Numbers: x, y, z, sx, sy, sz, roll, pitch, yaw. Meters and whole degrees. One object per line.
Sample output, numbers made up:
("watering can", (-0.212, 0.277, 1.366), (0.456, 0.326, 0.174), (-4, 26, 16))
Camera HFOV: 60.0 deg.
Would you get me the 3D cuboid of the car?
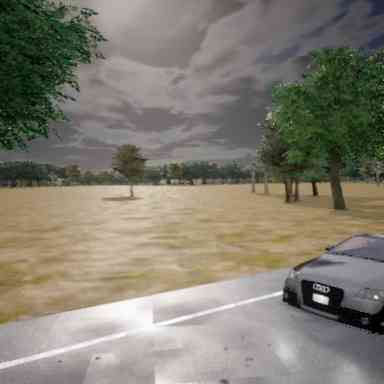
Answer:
("car", (3.738, 1.555, 6.536), (4.181, 1.385, 1.994), (0, 0, -34))
